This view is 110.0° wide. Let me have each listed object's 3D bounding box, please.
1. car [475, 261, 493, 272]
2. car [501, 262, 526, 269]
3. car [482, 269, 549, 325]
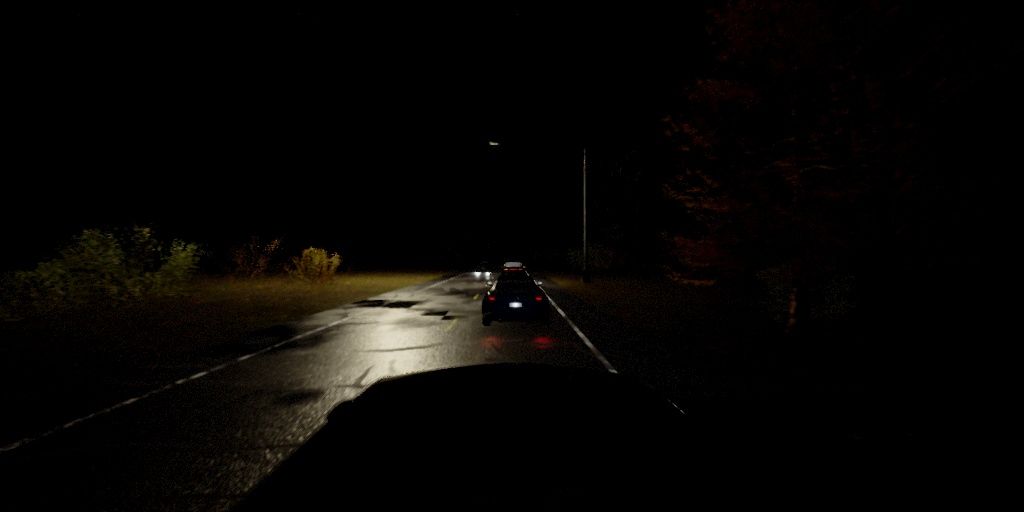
[{"bbox_3d":[-3.500,1.307,45.456,1.994,1.385,4.181,0,0,0],"label":"car"},{"bbox_3d":[0.101,1.237,29.413,2.128,1.511,4.902,0,0,0],"label":"car"},{"bbox_3d":[0.100,1.313,11.852,1.994,1.385,4.181,0,0,0],"label":"car"}]
